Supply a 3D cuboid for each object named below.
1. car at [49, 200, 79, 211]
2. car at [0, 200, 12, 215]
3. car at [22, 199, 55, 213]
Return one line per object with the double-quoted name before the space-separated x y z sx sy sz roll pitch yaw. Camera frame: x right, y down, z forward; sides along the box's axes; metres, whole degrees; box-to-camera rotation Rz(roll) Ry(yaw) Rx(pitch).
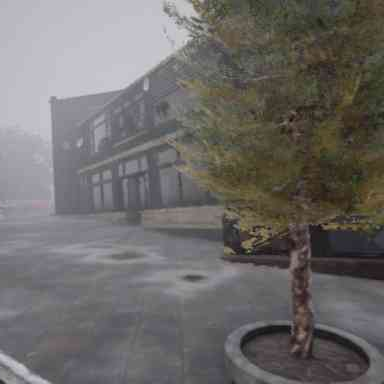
"car" -22.073 2.328 57.636 2.097 1.535 5.008 -5 -1 20
"car" -21.977 1.749 36.367 2.150 2.045 5.566 -4 -1 -4
"car" -23.942 2.115 51.938 2.435 2.045 5.566 -4 -1 14
